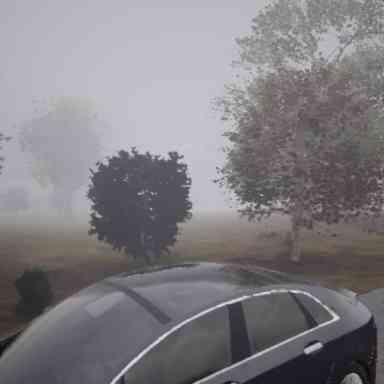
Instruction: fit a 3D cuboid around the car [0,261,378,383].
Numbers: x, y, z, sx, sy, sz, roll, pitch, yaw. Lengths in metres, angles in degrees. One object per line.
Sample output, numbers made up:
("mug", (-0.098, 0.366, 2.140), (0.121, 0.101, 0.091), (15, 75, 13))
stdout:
("car", (-0.257, 1.505, 2.889), (4.892, 1.490, 1.837), (0, 0, -36))
